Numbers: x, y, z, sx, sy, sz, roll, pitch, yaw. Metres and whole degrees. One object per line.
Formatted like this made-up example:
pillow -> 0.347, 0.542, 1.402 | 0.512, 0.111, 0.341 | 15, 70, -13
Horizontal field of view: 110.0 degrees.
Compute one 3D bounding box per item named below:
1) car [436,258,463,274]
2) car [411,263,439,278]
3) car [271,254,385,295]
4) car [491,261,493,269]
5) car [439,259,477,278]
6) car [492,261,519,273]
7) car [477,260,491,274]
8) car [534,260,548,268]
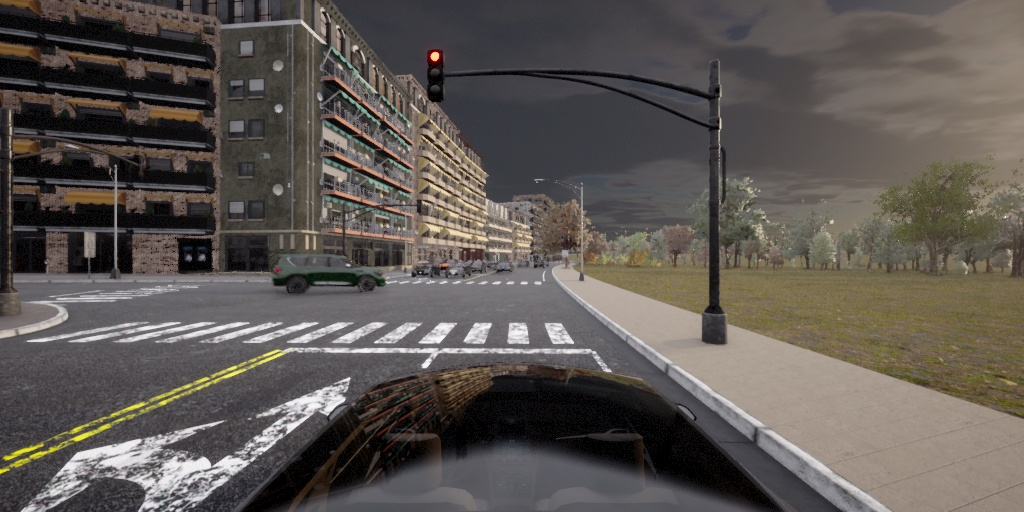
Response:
car -> -7.582, 1.195, 43.742 | 2.097, 1.767, 4.553 | 0, 0, 6
car -> -8.364, 1.375, 35.322 | 1.994, 1.385, 4.181 | 0, 0, 5
car -> -9.914, 0.951, 19.759 | 5.566, 2.045, 2.150 | 2, 0, -23
car -> -3.216, 1.446, 53.397 | 1.994, 1.385, 4.181 | 0, 0, 7
car -> -5.134, 1.302, 34.951 | 2.128, 1.511, 4.902 | 0, 0, 5
car -> -0.758, 1.396, 44.835 | 2.033, 1.411, 5.357 | 0, 0, 6
car -> -4.271, 1.351, 44.254 | 1.837, 1.490, 4.892 | 0, 0, 6
car -> 5.014, 1.448, 64.891 | 1.837, 1.490, 4.892 | 0, 0, 9
